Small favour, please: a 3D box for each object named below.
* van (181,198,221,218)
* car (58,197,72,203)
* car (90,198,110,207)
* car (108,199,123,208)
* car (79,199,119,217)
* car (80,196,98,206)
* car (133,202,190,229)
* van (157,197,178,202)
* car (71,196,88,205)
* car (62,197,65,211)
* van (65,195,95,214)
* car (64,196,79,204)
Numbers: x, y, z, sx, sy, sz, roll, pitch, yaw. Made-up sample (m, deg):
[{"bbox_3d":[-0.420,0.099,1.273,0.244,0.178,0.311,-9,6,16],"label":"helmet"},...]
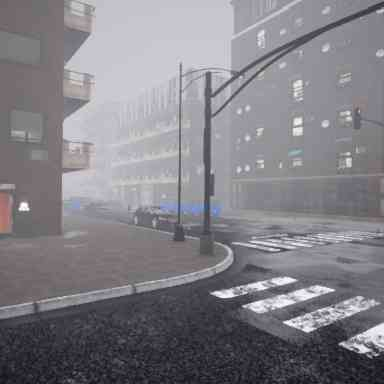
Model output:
[{"bbox_3d":[0.953,1.439,30.719,1.690,1.788,3.998,1,-1,-35],"label":"van"},{"bbox_3d":[-27.637,1.727,72.163,1.887,1.381,4.507,1,-1,-35],"label":"car"},{"bbox_3d":[-14.931,1.730,53.742,1.802,1.307,4.206,1,-1,-35],"label":"car"},{"bbox_3d":[-11.755,1.683,49.138,1.887,1.381,4.507,1,-1,-35],"label":"car"},{"bbox_3d":[-8.712,1.591,30.849,1.802,1.307,4.206,1,-1,-35],"label":"car"},{"bbox_3d":[-18.107,1.597,58.349,1.967,1.590,4.097,1,-1,-35],"label":"car"},{"bbox_3d":[-2.358,1.539,21.639,2.008,1.369,4.403,1,-1,-35],"label":"car"},{"bbox_3d":[-2.224,1.450,35.325,1.690,1.788,3.998,1,-1,-35],"label":"van"},{"bbox_3d":[-21.283,1.605,62.954,1.967,1.590,4.097,1,-1,-35],"label":"car"},{"bbox_3d":[-15.065,1.580,40.059,2.008,1.369,4.403,1,-1,-35],"label":"car"},{"bbox_3d":[-11.886,1.361,35.455,1.690,1.788,3.998,1,-1,-35],"label":"van"},{"bbox_3d":[-24.460,1.614,67.559,1.967,1.590,4.097,1,-1,-35],"label":"car"}]
